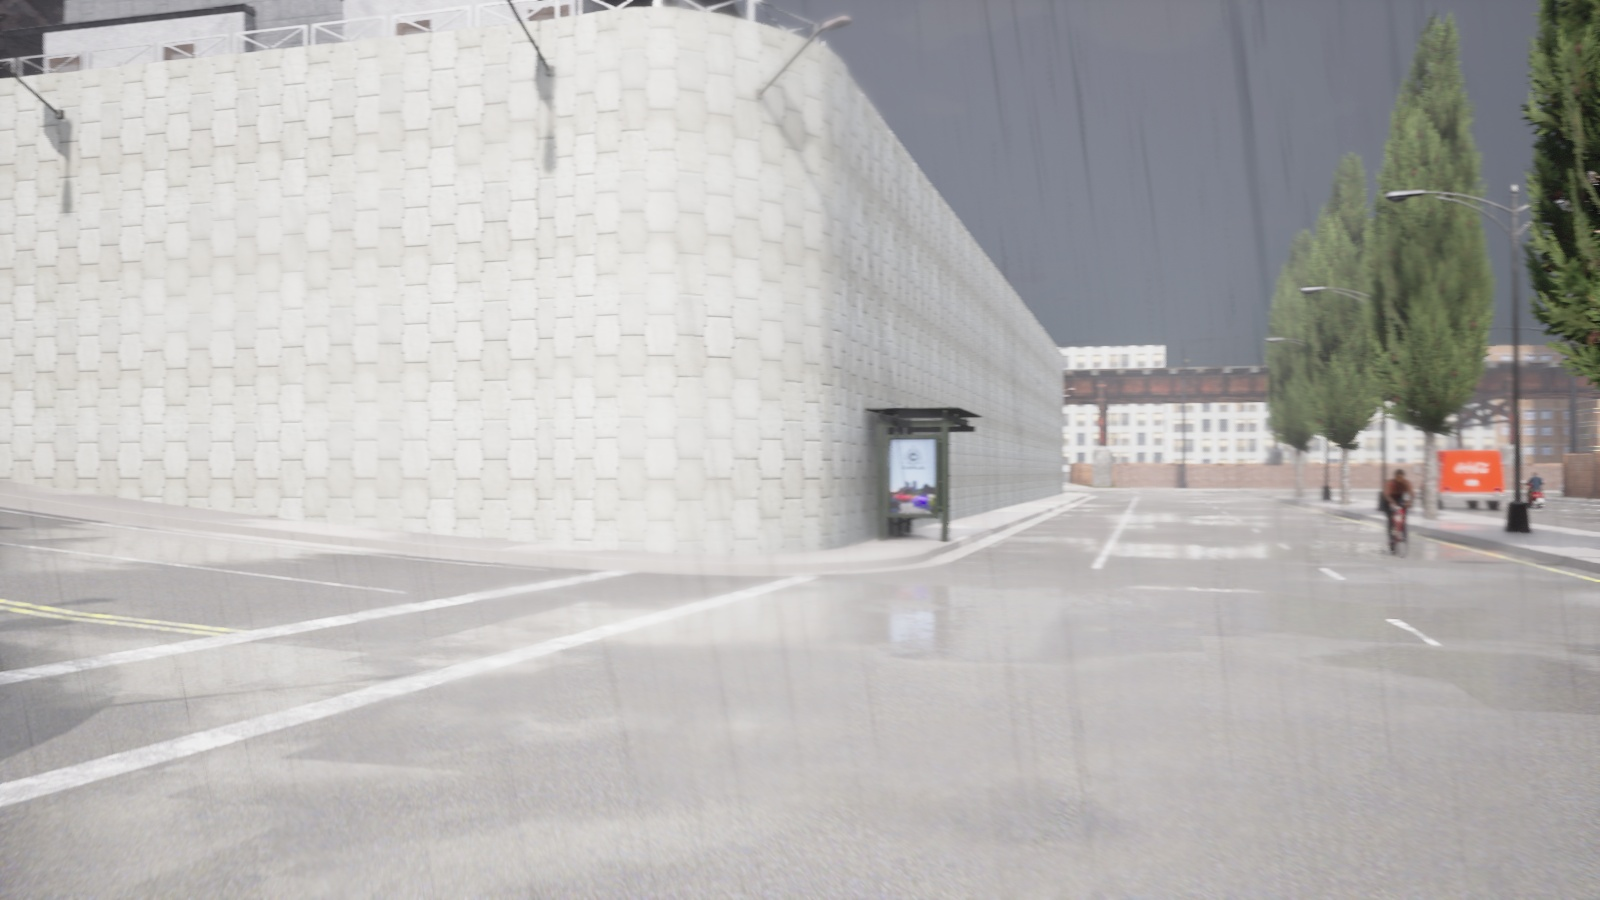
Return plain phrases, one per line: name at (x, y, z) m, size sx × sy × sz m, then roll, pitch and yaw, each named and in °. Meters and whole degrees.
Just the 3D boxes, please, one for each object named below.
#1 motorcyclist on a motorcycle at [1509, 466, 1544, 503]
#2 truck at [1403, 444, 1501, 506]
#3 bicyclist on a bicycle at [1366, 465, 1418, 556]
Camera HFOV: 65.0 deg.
motorcyclist on a motorcycle at (31.518, 1.483, 54.524) m, size 0.866 × 1.590 × 1.817 m, roll -1°, pitch -1°, yaw 15°
truck at (27.514, 1.046, 53.188) m, size 2.627 × 2.467 × 5.204 m, roll -1°, pitch -1°, yaw 15°
bicyclist on a bicycle at (10.973, 1.090, 23.312) m, size 0.582 × 1.620 × 1.656 m, roll -1°, pitch -1°, yaw 15°
